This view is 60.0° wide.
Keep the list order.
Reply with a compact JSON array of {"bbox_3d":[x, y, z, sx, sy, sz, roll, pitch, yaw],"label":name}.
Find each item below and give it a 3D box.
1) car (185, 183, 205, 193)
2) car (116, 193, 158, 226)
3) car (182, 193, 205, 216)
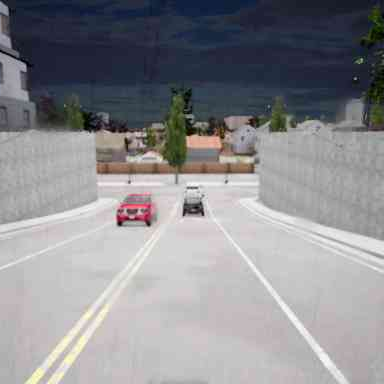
[{"bbox_3d":[0.394,-0.181,44.481,2.150,2.045,5.566,0,8,8],"label":"car"},{"bbox_3d":[-3.570,1.114,22.558,2.150,2.045,5.566,0,0,0],"label":"car"},{"bbox_3d":[0.115,1.201,29.677,1.882,1.535,5.008,0,3,0],"label":"car"}]
